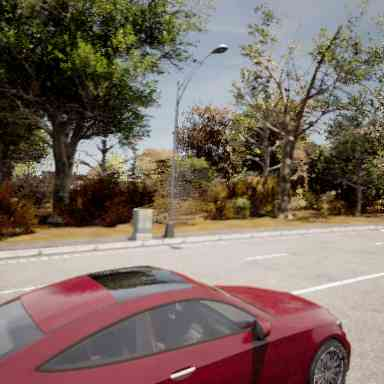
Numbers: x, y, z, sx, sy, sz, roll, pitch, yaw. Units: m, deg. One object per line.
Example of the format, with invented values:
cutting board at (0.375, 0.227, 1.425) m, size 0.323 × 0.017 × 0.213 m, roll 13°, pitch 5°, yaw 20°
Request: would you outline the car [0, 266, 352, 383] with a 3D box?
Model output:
car at (-0.338, 1.521, 3.342) m, size 4.674 × 1.442 × 1.812 m, roll 0°, pitch 0°, yaw -35°
